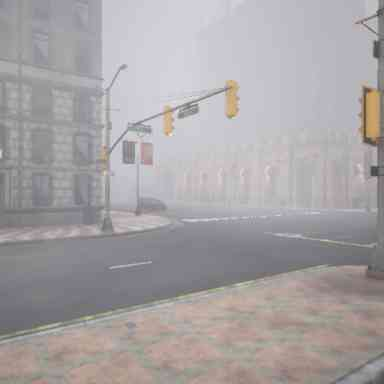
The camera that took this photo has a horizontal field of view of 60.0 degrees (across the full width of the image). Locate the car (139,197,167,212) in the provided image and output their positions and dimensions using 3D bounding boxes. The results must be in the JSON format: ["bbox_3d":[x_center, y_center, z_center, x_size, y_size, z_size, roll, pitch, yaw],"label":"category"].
[{"bbox_3d":[-4.707,1.420,38.415,1.837,1.490,4.892,0,1,-35],"label":"car"}]
